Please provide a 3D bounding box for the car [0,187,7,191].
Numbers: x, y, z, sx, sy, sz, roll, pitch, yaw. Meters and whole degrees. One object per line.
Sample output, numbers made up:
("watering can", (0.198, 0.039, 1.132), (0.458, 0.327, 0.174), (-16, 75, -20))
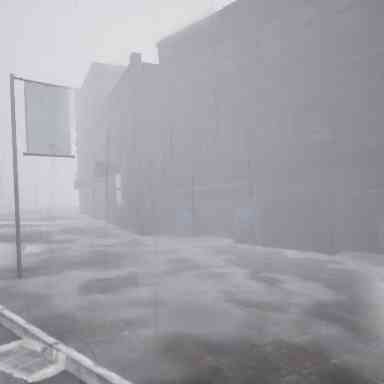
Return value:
("car", (-47.443, -0.646, 79.382), (2.231, 1.521, 4.892), (-4, -3, 5))
